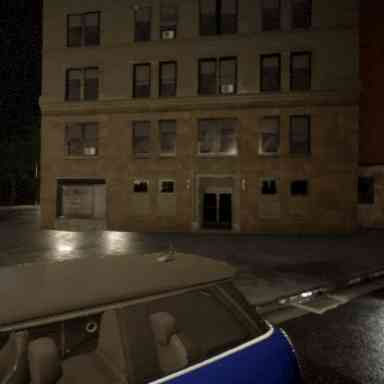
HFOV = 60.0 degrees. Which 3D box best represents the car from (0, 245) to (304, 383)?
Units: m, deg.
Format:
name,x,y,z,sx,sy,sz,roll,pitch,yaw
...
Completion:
name,x,y,z,sx,sy,sz,roll,pitch,yaw
car,-1.339,1.352,2.119,4.553,1.767,2.097,0,0,-35
